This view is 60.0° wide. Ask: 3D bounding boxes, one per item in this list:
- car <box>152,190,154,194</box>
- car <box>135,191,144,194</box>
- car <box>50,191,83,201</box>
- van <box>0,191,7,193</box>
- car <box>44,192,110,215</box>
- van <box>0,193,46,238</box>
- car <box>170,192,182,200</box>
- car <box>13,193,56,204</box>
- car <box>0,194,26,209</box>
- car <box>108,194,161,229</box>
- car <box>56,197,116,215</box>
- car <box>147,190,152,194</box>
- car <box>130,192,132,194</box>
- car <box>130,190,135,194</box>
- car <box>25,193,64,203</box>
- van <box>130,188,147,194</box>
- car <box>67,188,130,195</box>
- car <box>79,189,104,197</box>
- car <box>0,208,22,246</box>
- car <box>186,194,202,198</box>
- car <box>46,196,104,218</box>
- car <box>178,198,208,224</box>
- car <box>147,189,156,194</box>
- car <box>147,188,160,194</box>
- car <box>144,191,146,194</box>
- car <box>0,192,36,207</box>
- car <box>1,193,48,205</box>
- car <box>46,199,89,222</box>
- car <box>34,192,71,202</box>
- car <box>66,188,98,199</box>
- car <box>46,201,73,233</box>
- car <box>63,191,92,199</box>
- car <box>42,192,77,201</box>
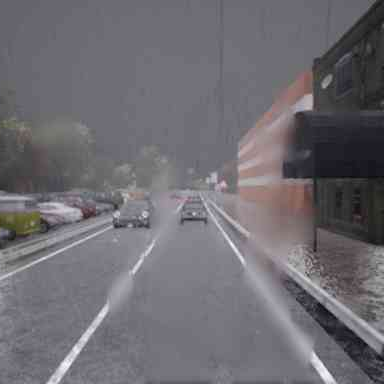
[{"bbox_3d":[-9.183,0.762,54.828,4.674,1.452,2.002,0,1,0],"label":"car"},{"bbox_3d":[-9.039,0.978,40.701,5.366,1.575,1.946,0,1,0],"label":"car"},{"bbox_3d":[-21.736,0.671,57.612,4.892,1.521,2.231,0,1,0],"label":"car"},{"bbox_3d":[-21.926,0.857,35.025,4.442,1.987,1.878,0,1,0],"label":"van"},{"bbox_3d":[-9.300,1.114,26.573,4.553,1.767,2.185,0,1,0],"label":"car"},{"bbox_3d":[-9.421,1.190,15.132,4.442,1.987,1.878,0,0,0],"label":"van"},{"bbox_3d":[-2.925,0.735,61.687,1.994,1.385,4.181,0,1,1],"label":"car"},{"bbox_3d":[-21.780,0.879,46.194,5.008,1.535,2.097,0,1,0],"label":"car"},{"bbox_3d":[-21.807,1.034,37.725,5.008,1.535,2.097,0,1,0],"label":"car"},{"bbox_3d":[-3.317,1.200,20.106,2.097,1.767,4.553,0,1,0],"label":"car"},{"bbox_3d":[-9.263,1.227,29.401,4.674,1.452,2.002,0,1,0],"label":"car"},{"bbox_3d":[-9.160,0.803,52.002,4.792,1.488,2.163,0,1,0],"label":"car"},{"bbox_3d":[-9.428,1.081,35.051,5.366,1.575,1.946,0,1,0],"label":"car"},{"bbox_3d":[-9.265,0.907,37.874,4.553,1.767,2.185,0,1,0],"label":"car"},{"bbox_3d":[-21.795,0.855,49.142,4.792,1.488,2.163,0,1,0],"label":"car"},{"bbox_3d":[-9.315,0.600,49.173,4.442,1.987,1.878,0,1,0],"label":"van"},{"bbox_3d":[-9.279,0.884,32.221,5.566,2.045,2.435,0,1,0],"label":"car"},{"bbox_3d":[-21.637,0.264,71.733,4.553,1.767,2.185,0,0,0],"label":"car"},{"bbox_3d":[-9.316,1.462,12.426,4.674,1.452,2.002,0,0,0],"label":"car"},{"bbox_3d":[0.255,1.008,41.439,2.128,1.511,4.902,0,1,0],"label":"car"},{"bbox_3d":[-9.272,1.291,23.750,5.008,1.535,2.097,0,1,0],"label":"car"},{"bbox_3d":[0.140,1.362,22.864,2.033,1.411,5.357,0,1,0],"label":"car"},{"bbox_3d":[-9.168,0.710,57.654,4.674,1.452,2.002,0,1,0],"label":"car"},{"bbox_3d":[-9.148,0.564,63.302,5.008,1.535,2.097,0,1,0],"label":"car"},{"bbox_3d":[-9.204,0.917,46.352,4.674,1.452,2.002,0,1,0],"label":"car"},{"bbox_3d":[-21.824,0.857,40.546,4.553,1.767,2.185,0,1,0],"label":"car"},{"bbox_3d":[-21.779,0.931,43.371,5.008,1.535,2.097,0,1,0],"label":"car"},{"bbox_3d":[-9.284,1.383,20.925,4.674,1.452,2.002,0,1,0],"label":"car"},{"bbox_3d":[-21.753,0.773,51.965,5.008,1.535,2.097,0,1,0],"label":"car"},{"bbox_3d":[-21.690,0.260,65.952,5.566,2.045,2.435,0,1,0],"label":"car"},{"bbox_3d":[-9.298,1.430,18.091,4.674,1.452,2.002,0,1,0],"label":"car"},{"bbox_3d":[-21.733,0.565,63.258,4.892,1.521,2.231,0,1,0],"label":"car"},{"bbox_3d":[-21.744,0.722,54.788,5.008,1.535,2.097,0,1,0],"label":"car"}]
